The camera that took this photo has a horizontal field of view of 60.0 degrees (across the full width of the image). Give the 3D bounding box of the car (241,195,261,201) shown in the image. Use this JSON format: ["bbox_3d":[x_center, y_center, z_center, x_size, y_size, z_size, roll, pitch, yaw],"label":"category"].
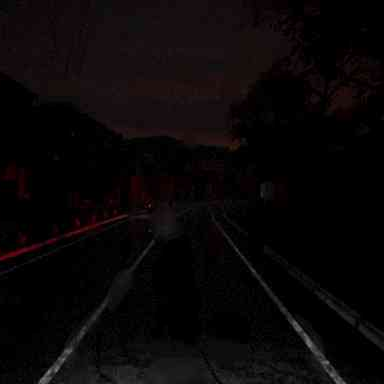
[{"bbox_3d":[12.633,1.281,71.160,4.718,1.301,1.895,-1,0,-35],"label":"car"}]

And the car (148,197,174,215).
[{"bbox_3d":[-3.100,1.362,33.661,2.097,1.767,4.553,0,0,4],"label":"car"}]
